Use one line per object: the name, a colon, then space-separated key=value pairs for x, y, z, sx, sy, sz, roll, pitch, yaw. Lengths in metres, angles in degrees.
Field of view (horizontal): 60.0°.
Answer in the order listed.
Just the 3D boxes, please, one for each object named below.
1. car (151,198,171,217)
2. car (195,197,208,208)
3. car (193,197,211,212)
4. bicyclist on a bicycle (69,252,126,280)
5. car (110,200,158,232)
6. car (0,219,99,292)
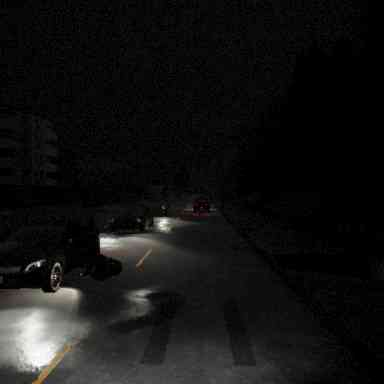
car: x=-3.234 y=1.352 z=31.723 sx=2.097 sy=1.767 sz=4.553 roll=0 pitch=0 yaw=2
car: x=1.392 y=1.505 z=48.435 sx=1.837 sy=1.490 sz=4.892 roll=0 pitch=0 yaw=2
car: x=1.129 y=1.526 z=38.843 sx=1.812 sy=1.442 sz=4.674 roll=0 pitch=0 yaw=2
bicyclist on a bicycle: x=-2.338 y=1.871 z=8.414 sx=1.656 sy=0.582 sz=1.620 roll=7 pitch=-6 yaw=-29
car: x=-3.543 y=1.478 z=20.271 sx=1.882 sy=1.535 sz=5.008 roll=0 pitch=0 yaw=2
car: x=-3.920 y=1.519 z=9.076 sx=1.812 sy=1.442 sz=4.674 roll=-1 pitch=0 yaw=2
